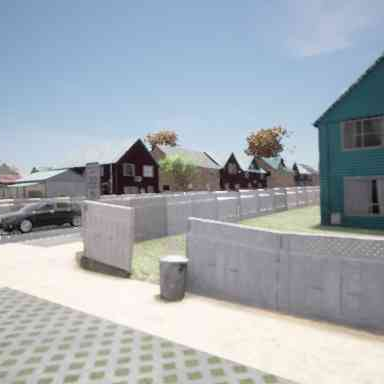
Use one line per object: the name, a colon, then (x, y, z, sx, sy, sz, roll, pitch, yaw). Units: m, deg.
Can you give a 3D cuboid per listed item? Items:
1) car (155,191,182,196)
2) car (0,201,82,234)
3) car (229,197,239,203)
car: (-2.160, 0.844, 26.318, 2.097, 1.767, 4.553, -2, 1, 35)
car: (-8.013, 1.269, 18.002, 1.837, 1.490, 4.892, -2, 1, 35)
car: (3.805, 0.740, 34.770, 1.812, 1.442, 4.674, -2, 1, 36)
